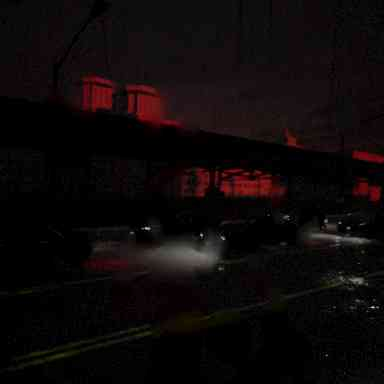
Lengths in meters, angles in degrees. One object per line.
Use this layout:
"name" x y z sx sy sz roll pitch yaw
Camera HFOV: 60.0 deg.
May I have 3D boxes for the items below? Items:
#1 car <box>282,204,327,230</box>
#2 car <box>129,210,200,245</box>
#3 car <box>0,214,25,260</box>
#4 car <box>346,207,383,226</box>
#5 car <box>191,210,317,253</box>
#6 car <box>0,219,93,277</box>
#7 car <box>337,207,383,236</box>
"car" 6.774 1.603 21.707 4.553 1.767 2.097 1 0 -35
"car" -0.681 1.639 16.401 4.902 1.511 2.128 1 -1 -35
"car" -8.266 1.537 10.998 4.674 1.442 1.812 1 -1 -36
"car" 14.891 1.926 27.463 4.718 1.301 1.895 0 0 -35
"car" 2.864 1.715 14.630 5.357 1.411 2.033 1 -1 -35
"car" -5.173 1.529 8.902 4.892 1.490 1.837 1 -1 -36
"car" 10.810 1.793 20.285 4.674 1.442 1.812 1 0 -35
